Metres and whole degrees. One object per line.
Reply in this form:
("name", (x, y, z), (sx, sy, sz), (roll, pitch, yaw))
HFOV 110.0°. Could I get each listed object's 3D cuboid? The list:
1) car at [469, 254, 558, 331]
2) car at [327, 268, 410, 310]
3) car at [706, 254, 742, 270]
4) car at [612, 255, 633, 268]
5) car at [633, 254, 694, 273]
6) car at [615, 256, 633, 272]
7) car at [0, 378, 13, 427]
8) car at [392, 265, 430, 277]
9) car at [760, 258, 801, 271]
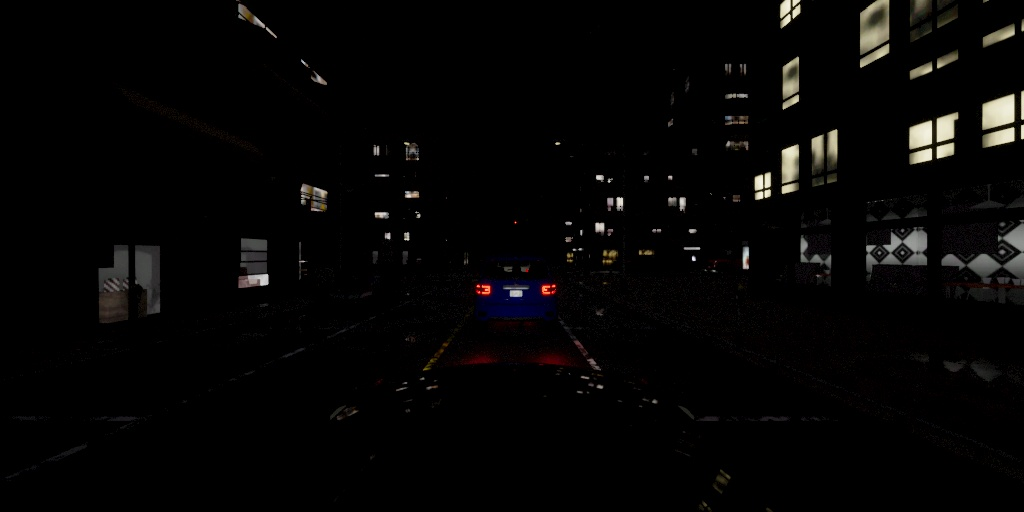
("car", (0.099, 0.971, 11.079), (2.150, 2.045, 5.566), (0, 0, 0))
("car", (-5.739, 1.332, 14.483), (1.802, 1.307, 4.207), (0, 0, 0))
("car", (24.390, 0.623, 40.333), (4.553, 1.767, 2.097), (-1, 0, 0))
("car", (14.580, 0.764, 42.840), (5.009, 1.841, 2.192), (0, 0, 0))
("car", (14.713, 0.778, 34.461), (5.009, 1.841, 2.192), (0, 0, 0))
("car", (14.422, 0.983, 40.230), (4.674, 1.442, 1.812), (-1, 0, -1))
("car", (-5.690, 1.300, 1.566), (2.007, 1.370, 4.403), (0, 0, 0))
("car", (-10.999, 1.533, 37.131), (4.718, 1.301, 1.895), (-1, 0, -6))
("car", (25.807, 0.822, 34.556), (4.313, 1.339, 1.948), (0, 0, 0))
